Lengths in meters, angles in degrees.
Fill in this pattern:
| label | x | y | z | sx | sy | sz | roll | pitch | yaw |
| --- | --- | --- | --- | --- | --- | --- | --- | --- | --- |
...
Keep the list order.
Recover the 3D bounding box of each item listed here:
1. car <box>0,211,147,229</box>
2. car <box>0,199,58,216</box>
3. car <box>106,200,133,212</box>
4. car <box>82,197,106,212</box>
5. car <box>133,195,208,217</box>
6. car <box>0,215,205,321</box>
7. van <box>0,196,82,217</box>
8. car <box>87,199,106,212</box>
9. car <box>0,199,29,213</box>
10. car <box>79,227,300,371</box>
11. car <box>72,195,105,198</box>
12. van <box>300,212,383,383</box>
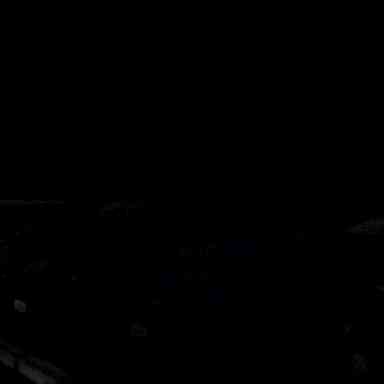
| label | x | y | z | sx | sy | sz | roll | pitch | yaw |
| --- | --- | --- | --- | --- | --- | --- | --- | --- | --- |
| car | -3.772 | 1.511 | 9.155 | 2.163 | 1.488 | 4.792 | 0 | 0 | 35 |
| car | -16.824 | 1.542 | 34.523 | 2.097 | 1.535 | 5.008 | 0 | 0 | 35 |
| car | -3.225 | 1.239 | 24.818 | 2.435 | 2.045 | 5.566 | 0 | 0 | 35 |
| car | -7.748 | 1.502 | 28.065 | 2.097 | 1.535 | 5.008 | 0 | 0 | 35 |
| car | -1.055 | 1.237 | 23.275 | 2.435 | 2.045 | 5.566 | 0 | 0 | 35 |
| car | -1.488 | 1.509 | 7.530 | 2.163 | 1.488 | 4.792 | 0 | 0 | 35 |
| van | -6.107 | 1.259 | 10.709 | 1.878 | 1.987 | 4.442 | 0 | 0 | 35 |
| car | -5.578 | 1.535 | 26.525 | 2.002 | 1.452 | 4.674 | 0 | 0 | 35 |
| car | -21.361 | 1.605 | 37.756 | 2.002 | 1.452 | 4.674 | 0 | 0 | 35 |
| car | 0.810 | 1.476 | 5.924 | 2.097 | 1.535 | 5.008 | 0 | 0 | 35 |
| car | -10.032 | 1.258 | 29.662 | 2.435 | 2.045 | 5.566 | 0 | 0 | 35 |
| van | 3.029 | 1.248 | 4.208 | 1.878 | 1.987 | 4.442 | 0 | 0 | 35 |
